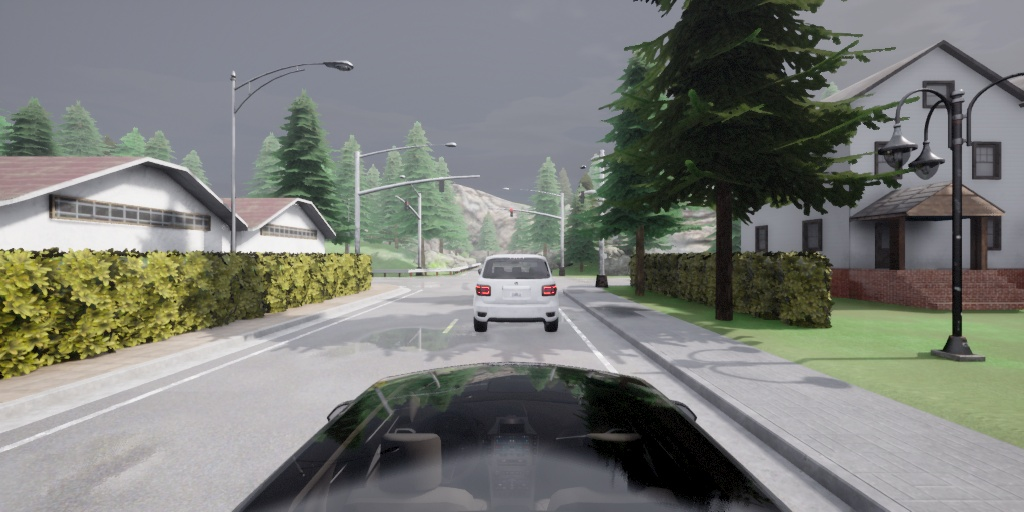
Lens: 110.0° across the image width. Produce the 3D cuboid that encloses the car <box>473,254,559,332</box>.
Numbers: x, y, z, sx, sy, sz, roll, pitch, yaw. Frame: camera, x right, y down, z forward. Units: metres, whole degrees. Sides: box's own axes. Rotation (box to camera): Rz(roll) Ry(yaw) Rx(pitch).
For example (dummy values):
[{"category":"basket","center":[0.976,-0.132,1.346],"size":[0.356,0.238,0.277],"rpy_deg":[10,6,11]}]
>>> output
[{"category":"car","center":[0.104,0.971,10.964],"size":[2.150,2.045,5.566],"rpy_deg":[0,0,0]}]
